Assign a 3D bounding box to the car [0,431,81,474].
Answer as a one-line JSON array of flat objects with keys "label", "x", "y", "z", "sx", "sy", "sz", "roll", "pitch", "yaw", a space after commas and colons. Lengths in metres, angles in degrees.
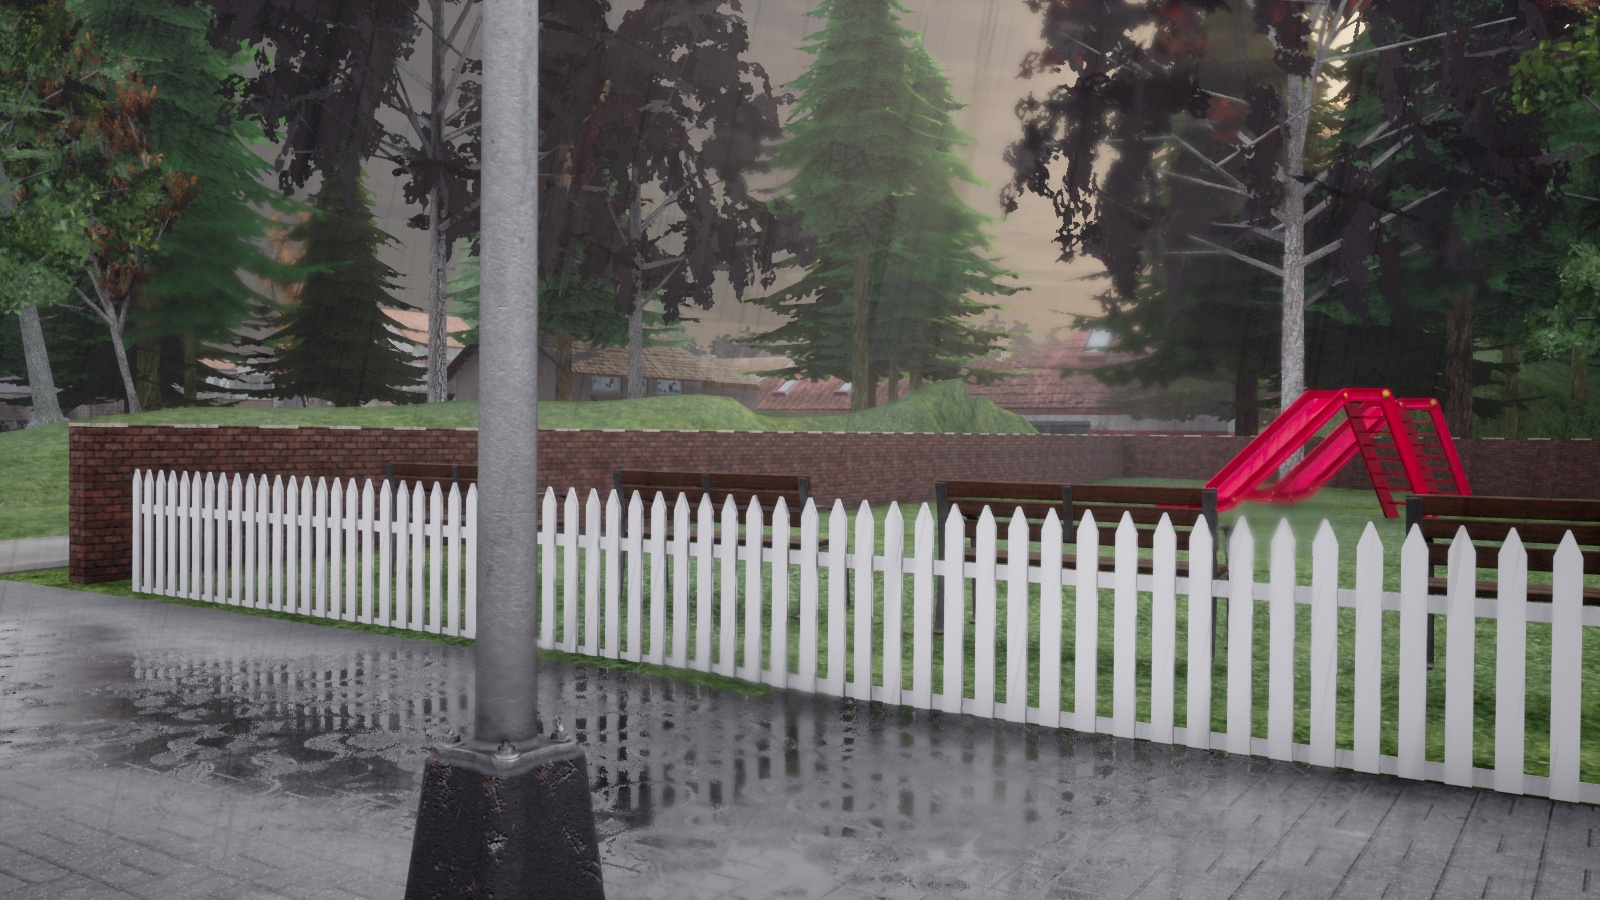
[{"label": "car", "x": -35.240, "y": 0.095, "z": 56.516, "sx": 1.932, "sy": 1.855, "sz": 4.605, "roll": 0, "pitch": 1, "yaw": 34}]
